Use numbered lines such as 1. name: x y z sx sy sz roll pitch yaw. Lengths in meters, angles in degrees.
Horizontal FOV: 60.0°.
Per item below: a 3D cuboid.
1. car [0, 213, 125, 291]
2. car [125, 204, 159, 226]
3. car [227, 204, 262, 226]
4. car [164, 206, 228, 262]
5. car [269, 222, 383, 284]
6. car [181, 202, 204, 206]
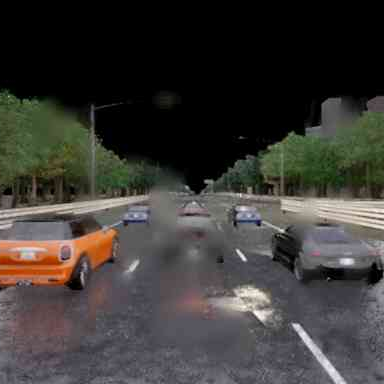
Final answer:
1. car: -3.448 1.348 9.152 2.097 1.767 4.553 0 0 0
2. car: -3.460 1.522 23.081 2.033 1.411 5.357 0 0 0
3. car: 3.540 1.522 23.082 2.033 1.411 5.357 0 0 0
4. car: 0.070 1.500 11.994 1.837 1.490 4.892 0 0 0
5. car: 3.555 1.558 9.589 1.994 1.385 4.181 0 0 1
6. car: 0.071 1.521 27.330 1.994 1.385 4.181 0 0 0
